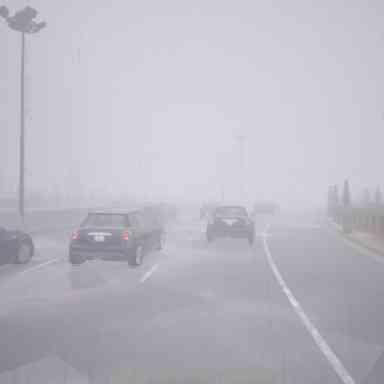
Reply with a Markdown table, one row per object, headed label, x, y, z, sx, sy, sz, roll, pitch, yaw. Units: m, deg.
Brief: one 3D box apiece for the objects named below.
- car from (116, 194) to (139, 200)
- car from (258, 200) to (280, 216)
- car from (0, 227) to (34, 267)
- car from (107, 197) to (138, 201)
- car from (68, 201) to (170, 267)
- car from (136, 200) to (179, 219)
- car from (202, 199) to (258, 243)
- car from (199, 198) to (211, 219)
| label | x | y | z | sx | sy | sz | roll | pitch | yaw |
| --- | --- | --- | --- | --- | --- | --- | --- | --- | --- |
| car | -9.595 | 1.330 | 46.656 | 2.150 | 2.045 | 5.566 | 0 | -1 | 27 |
| car | 7.675 | 1.556 | 33.765 | 1.882 | 1.535 | 5.008 | 0 | 0 | 24 |
| car | -6.229 | 1.331 | 8.784 | 2.097 | 1.767 | 4.553 | 0 | 0 | 6 |
| car | -7.772 | 1.548 | 33.357 | 1.837 | 1.490 | 4.892 | 0 | 0 | 21 |
| car | -2.358 | 1.348 | 11.611 | 2.097 | 1.767 | 4.553 | 0 | 0 | 8 |
| car | -2.525 | 1.535 | 26.514 | 1.837 | 1.490 | 4.892 | 0 | 0 | 17 |
| car | 2.036 | 1.370 | 16.411 | 2.097 | 1.767 | 4.553 | 0 | 0 | 11 |
| car | 2.077 | 1.555 | 29.245 | 1.837 | 1.490 | 4.892 | 0 | 0 | 20 |
